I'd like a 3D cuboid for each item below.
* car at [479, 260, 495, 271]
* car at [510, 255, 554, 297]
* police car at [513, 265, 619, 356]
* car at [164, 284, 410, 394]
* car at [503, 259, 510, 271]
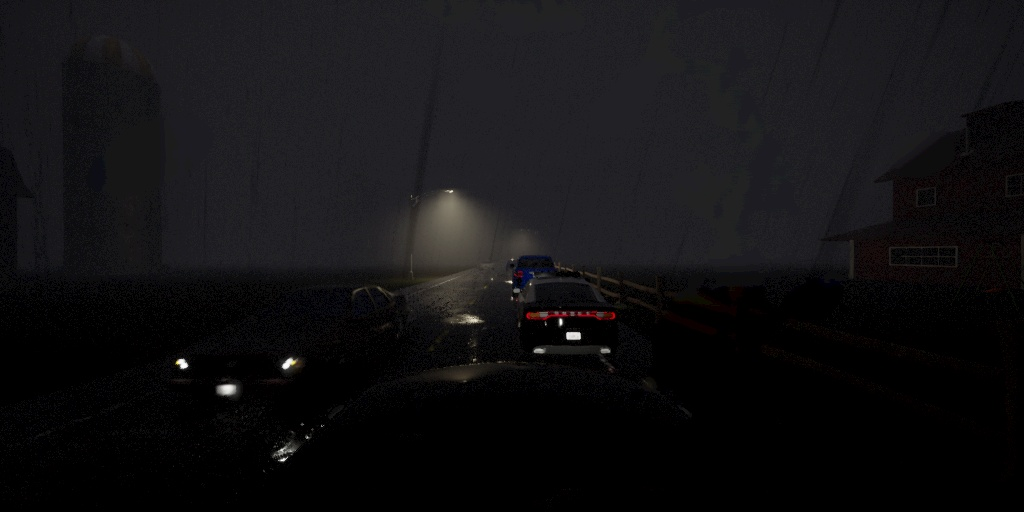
[{"bbox_3d":[-3.494,1.319,50.594,1.812,1.442,4.674,0,0,0],"label":"car"},{"bbox_3d":[1.088,0.978,18.693,2.150,2.045,5.566,0,0,0],"label":"car"},{"bbox_3d":[1.067,1.175,8.771,1.930,1.638,5.238,0,0,0],"label":"police car"},{"bbox_3d":[-3.587,1.297,7.183,2.033,1.411,5.357,0,0,0],"label":"car"},{"bbox_3d":[0.153,1.271,50.385,1.882,1.535,5.008,0,0,1],"label":"car"}]
